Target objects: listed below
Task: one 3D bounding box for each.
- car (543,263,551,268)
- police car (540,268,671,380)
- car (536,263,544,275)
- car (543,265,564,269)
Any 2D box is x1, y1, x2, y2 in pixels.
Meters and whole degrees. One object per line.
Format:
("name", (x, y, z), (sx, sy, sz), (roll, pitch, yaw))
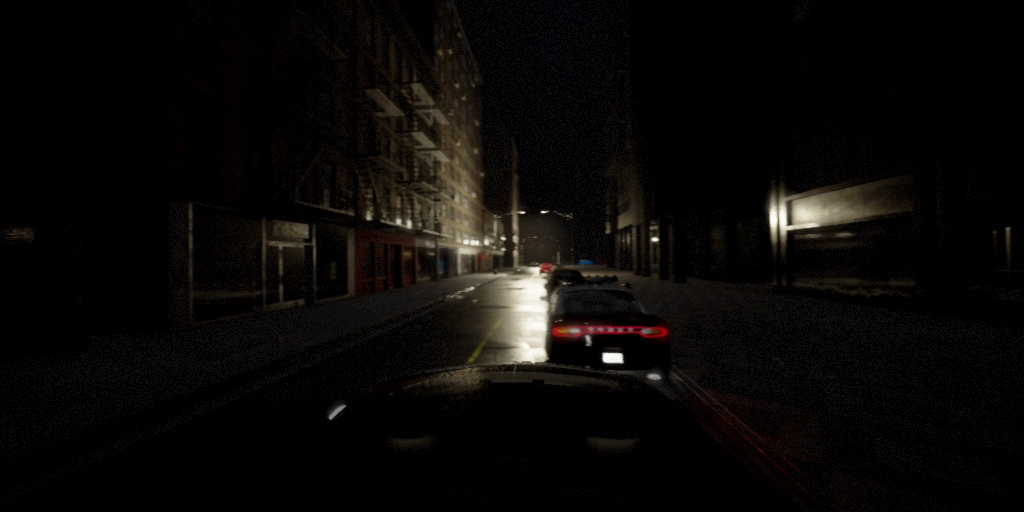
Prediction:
("car", (3.141, 1.398, 23.490), (1.801, 1.575, 5.366), (-1, -1, 5))
("police car", (1.620, 1.215, 7.482), (1.930, 1.638, 5.238), (-1, -1, 5))
("car", (4.409, 1.711, 45.947), (1.812, 1.442, 4.674), (-1, -1, 6))
("car", (2.557, 1.387, 17.326), (1.837, 1.490, 4.892), (-1, -1, 5))
